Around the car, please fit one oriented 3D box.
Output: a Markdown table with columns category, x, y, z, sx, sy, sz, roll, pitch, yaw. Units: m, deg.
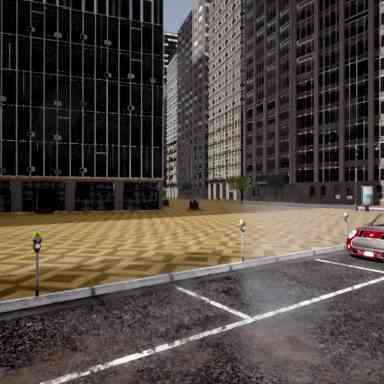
| category | x | y | z | sx | sy | sz | roll | pitch | yaw |
| --- | --- | --- | --- | --- | --- | --- | --- | --- | --- |
| car | 7.229 | 1.437 | 11.701 | 4.097 | 1.590 | 1.967 | 0 | 0 | -35 |
